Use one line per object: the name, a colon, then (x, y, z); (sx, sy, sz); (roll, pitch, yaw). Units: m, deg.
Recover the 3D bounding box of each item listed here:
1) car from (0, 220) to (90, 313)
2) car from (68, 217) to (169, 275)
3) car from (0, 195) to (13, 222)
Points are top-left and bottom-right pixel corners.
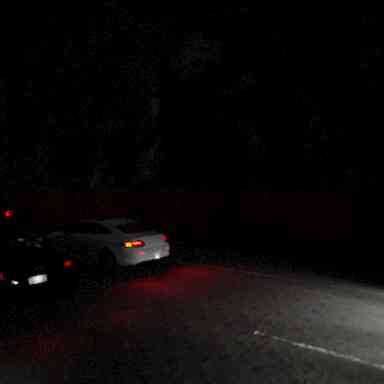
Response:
car: (-4.392, 1.531, 7.154); (4.181, 1.385, 1.994); (0, 0, 36)
car: (-2.806, 1.492, 10.324); (4.674, 1.442, 1.812); (0, 0, 36)
car: (-10.879, 1.144, 16.122); (5.566, 2.045, 2.150); (0, 0, 36)
